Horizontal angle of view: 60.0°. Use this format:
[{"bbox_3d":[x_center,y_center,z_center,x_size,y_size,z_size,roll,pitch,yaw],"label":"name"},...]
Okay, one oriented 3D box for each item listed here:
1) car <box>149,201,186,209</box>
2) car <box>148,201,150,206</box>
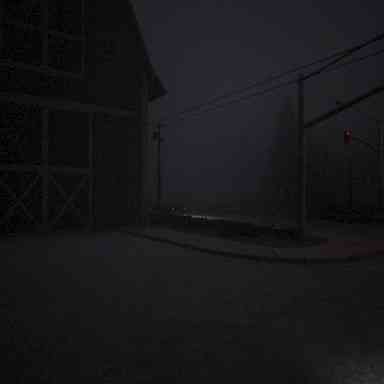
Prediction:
[{"bbox_3d":[-2.598,1.845,37.360,1.895,1.301,4.718,0,0,-34],"label":"car"},{"bbox_3d":[-6.643,1.919,49.621,1.895,1.301,4.718,0,0,-34],"label":"car"}]
